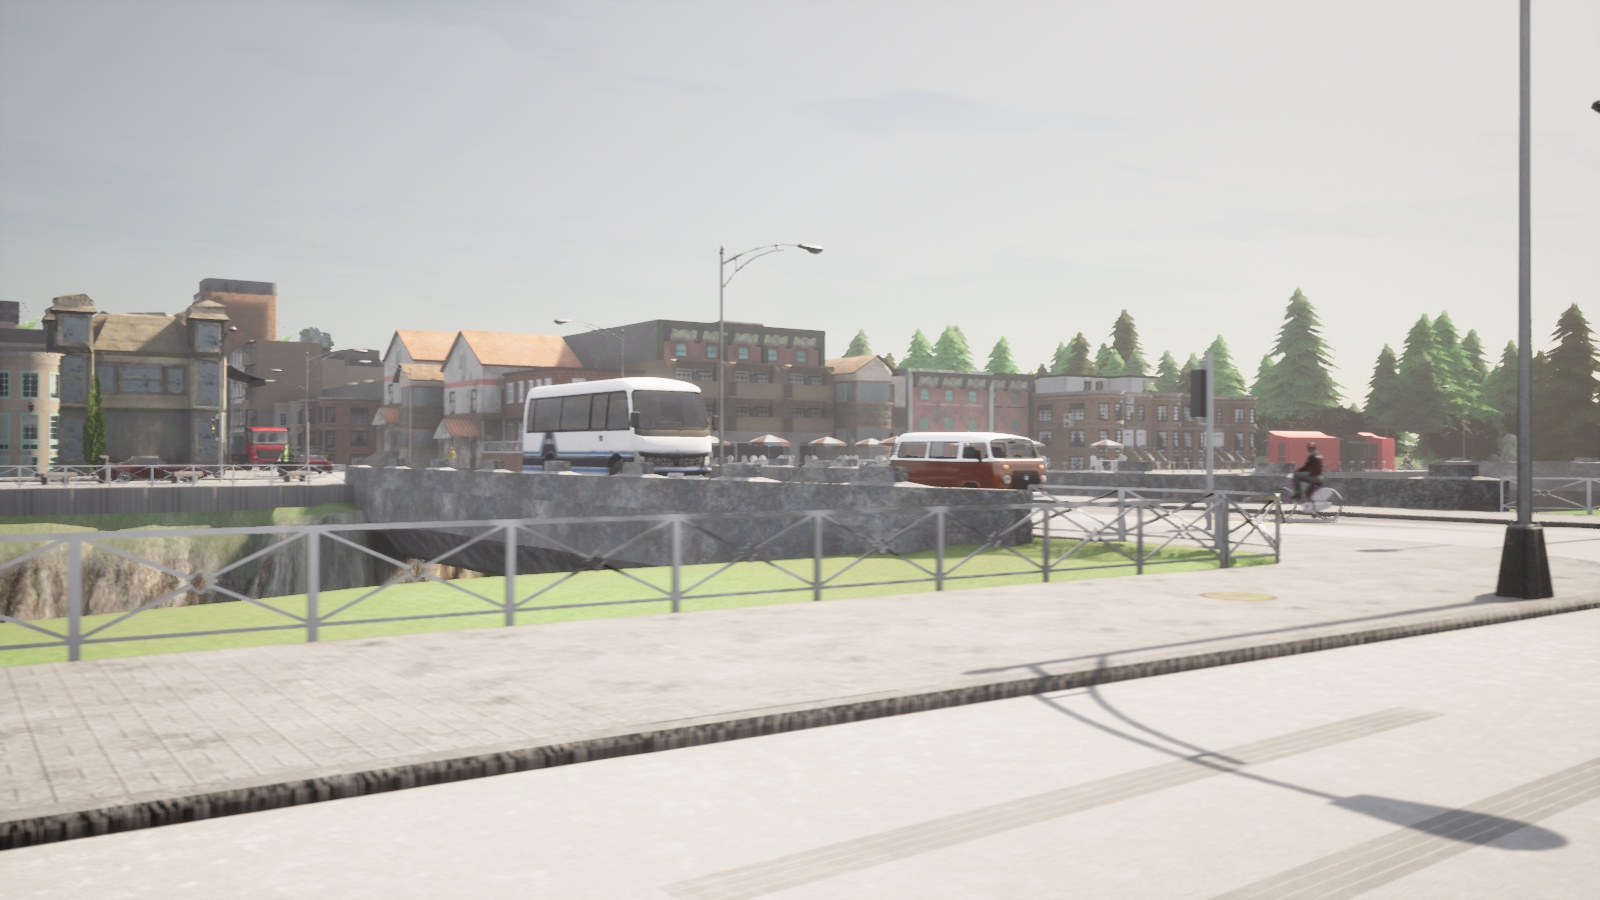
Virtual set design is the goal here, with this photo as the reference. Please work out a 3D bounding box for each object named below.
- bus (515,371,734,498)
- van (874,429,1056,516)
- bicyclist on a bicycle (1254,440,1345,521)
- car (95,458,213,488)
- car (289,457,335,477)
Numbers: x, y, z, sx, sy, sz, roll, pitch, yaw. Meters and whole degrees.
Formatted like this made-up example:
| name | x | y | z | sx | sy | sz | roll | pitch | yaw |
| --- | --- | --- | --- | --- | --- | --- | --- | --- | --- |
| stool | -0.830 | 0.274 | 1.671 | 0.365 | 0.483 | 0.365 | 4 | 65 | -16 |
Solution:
| name | x | y | z | sx | sy | sz | roll | pitch | yaw |
| --- | --- | --- | --- | --- | --- | --- | --- | --- | --- |
| bus | -6.900 | -0.501 | 47.446 | 3.944 | 4.253 | 10.273 | 0 | 0 | -35 |
| van | 4.079 | 0.537 | 31.702 | 2.069 | 2.038 | 4.480 | 0 | 0 | -35 |
| bicyclist on a bicycle | 11.263 | 0.661 | 28.357 | 0.659 | 1.776 | 1.843 | 0 | 0 | -34 |
| car | -30.086 | 1.052 | 58.531 | 4.718 | 1.301 | 1.895 | 0 | 0 | -35 |
| car | -33.111 | 1.124 | 85.087 | 1.895 | 1.301 | 4.718 | 0 | 0 | -34 |
